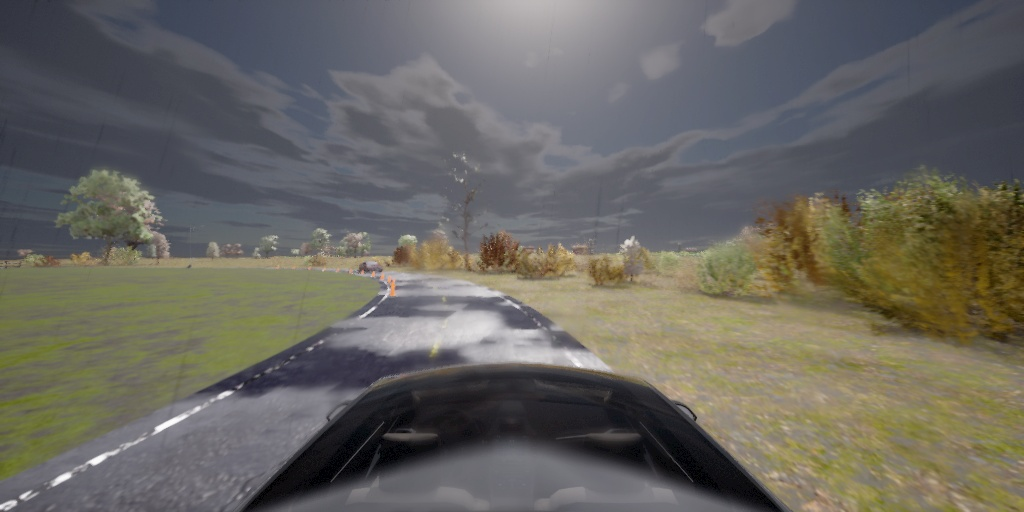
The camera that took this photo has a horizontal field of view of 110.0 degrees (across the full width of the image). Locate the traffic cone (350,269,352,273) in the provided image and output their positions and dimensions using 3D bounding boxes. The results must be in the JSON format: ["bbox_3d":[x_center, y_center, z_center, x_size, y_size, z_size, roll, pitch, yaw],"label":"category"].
[{"bbox_3d":[-19.712,1.777,43.901,0.340,0.580,0.340,0,0,-41],"label":"traffic cone"}]

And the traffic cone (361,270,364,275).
[{"bbox_3d":[-16.701,1.772,40.140,0.340,0.580,0.340,0,0,-37],"label":"traffic cone"}]

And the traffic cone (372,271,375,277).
[{"bbox_3d":[-13.975,1.767,36.168,0.340,0.580,0.340,0,0,-32],"label":"traffic cone"}]

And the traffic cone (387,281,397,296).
[{"bbox_3d":[-6.181,1.743,18.615,0.340,0.580,0.340,0,0,-16],"label":"traffic cone"}]

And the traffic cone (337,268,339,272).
[{"bbox_3d":[-22.991,1.782,47.431,0.340,0.580,0.340,0,0,-45],"label":"traffic cone"}]

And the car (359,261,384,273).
[{"bbox_3d":[-17.367,1.353,44.141,1.812,1.442,4.674,0,0,-40],"label":"car"}]

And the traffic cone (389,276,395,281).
[{"bbox_3d":[-7.640,1.748,23.207,0.340,0.580,0.340,0,0,-20],"label":"traffic cone"}]

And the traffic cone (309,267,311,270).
[{"bbox_3d":[-30.280,1.801,53.722,0.340,0.580,0.340,0,0,37],"label":"traffic cone"}]

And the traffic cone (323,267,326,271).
[{"bbox_3d":[-26.520,1.790,50.710,0.340,0.580,0.340,0,0,41],"label":"traffic cone"}]

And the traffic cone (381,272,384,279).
[{"bbox_3d":[-11.547,1.761,32.007,0.340,0.580,0.340,0,0,-28],"label":"traffic cone"}]

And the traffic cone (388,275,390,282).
[{"bbox_3d":[-9.432,1.754,27.678,0.340,0.580,0.340,0,0,-24],"label":"traffic cone"}]
